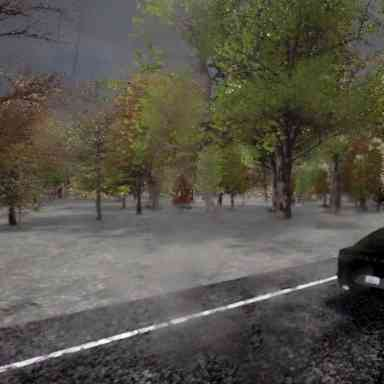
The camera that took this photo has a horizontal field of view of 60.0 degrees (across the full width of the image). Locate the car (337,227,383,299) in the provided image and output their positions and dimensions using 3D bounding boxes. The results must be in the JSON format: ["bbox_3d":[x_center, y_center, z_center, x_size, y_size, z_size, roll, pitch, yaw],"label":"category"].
[{"bbox_3d":[5.366,1.487,7.663,5.008,1.535,1.882,0,0,-36],"label":"car"}]
